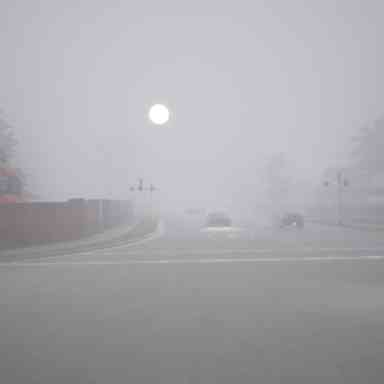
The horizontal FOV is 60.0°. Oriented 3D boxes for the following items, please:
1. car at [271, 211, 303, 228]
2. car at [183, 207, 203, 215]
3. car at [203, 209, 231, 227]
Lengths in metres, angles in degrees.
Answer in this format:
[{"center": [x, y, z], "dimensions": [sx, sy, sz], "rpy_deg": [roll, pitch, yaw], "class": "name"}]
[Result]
[{"center": [8.584, 2.450, 30.104], "dimensions": [1.837, 1.490, 4.892], "rpy_deg": [4, -2, 1], "class": "car"}, {"center": [0.413, 3.562, 62.079], "dimensions": [2.128, 1.511, 4.902], "rpy_deg": [2, -3, -42], "class": "car"}, {"center": [2.554, 2.623, 32.430], "dimensions": [1.994, 1.385, 4.181], "rpy_deg": [-1, -2, -5], "class": "car"}]
